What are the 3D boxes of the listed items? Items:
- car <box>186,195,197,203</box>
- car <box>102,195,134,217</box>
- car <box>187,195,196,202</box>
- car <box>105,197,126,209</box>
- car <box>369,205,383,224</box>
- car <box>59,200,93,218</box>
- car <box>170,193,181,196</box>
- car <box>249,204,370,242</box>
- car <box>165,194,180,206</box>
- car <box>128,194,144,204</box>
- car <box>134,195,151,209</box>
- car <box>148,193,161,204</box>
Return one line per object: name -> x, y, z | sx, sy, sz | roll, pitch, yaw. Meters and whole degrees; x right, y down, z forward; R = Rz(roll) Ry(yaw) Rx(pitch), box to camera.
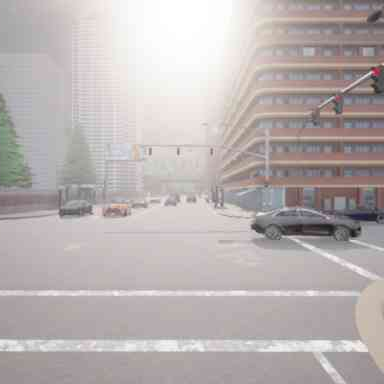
car -> -0.089, 1.321, 69.723 | 2.097, 1.767, 4.553 | 0, 0, 0
car -> -6.943, 1.339, 30.863 | 2.097, 1.767, 4.553 | 0, 0, -4
car -> -0.100, 1.501, 78.192 | 1.994, 1.385, 4.181 | 0, 0, 0
car -> -10.656, 1.506, 46.753 | 1.812, 1.442, 4.674 | 0, 0, 0
car -> 11.393, 1.536, 23.236 | 4.718, 1.301, 1.895 | 0, 0, -13
car -> -10.639, 1.464, 30.766 | 1.882, 1.535, 5.008 | 0, 0, 0
car -> -3.588, 1.192, 68.937 | 2.150, 2.045, 5.566 | 0, 0, 0
car -> 5.131, 1.440, 15.457 | 4.902, 1.511, 2.128 | -1, 0, 8
car -> -3.470, 1.524, 54.996 | 2.033, 1.411, 5.357 | 0, 0, 0
car -> -10.624, 1.325, 63.486 | 2.097, 1.767, 4.553 | 0, 0, 0
car -> -7.153, 1.506, 45.794 | 1.812, 1.442, 4.674 | 0, 0, 0
car -> -7.122, 1.450, 64.867 | 1.882, 1.535, 5.008 | 0, 0, 0
